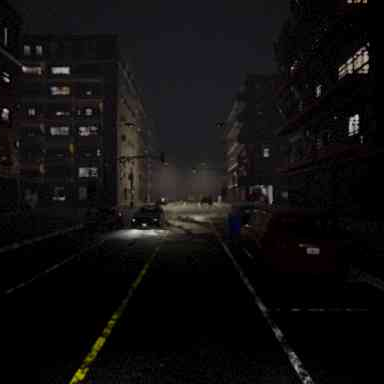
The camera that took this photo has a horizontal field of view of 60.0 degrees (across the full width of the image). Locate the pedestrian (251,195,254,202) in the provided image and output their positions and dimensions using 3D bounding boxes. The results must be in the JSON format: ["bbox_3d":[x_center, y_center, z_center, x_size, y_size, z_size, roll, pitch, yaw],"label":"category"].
[{"bbox_3d":[6.000,1.187,32.863,0.375,1.860,0.375,1,-1,0],"label":"pedestrian"}]

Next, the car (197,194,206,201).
[{"bbox_3d":[2.550,1.557,91.994,2.192,1.841,5.009,1,0,0],"label":"car"}]

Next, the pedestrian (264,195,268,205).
[{"bbox_3d":[7.000,1.156,31.664,0.375,1.860,0.375,1,-1,0],"label":"pedestrian"}]

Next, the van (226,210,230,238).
[{"bbox_3d":[2.547,1.362,14.923,1.690,1.788,3.998,1,0,0],"label":"van"}]

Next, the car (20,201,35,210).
[{"bbox_3d":[-24.460,1.763,46.315,4.829,1.417,1.752,0,-1,0],"label":"car"}]

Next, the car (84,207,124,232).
[{"bbox_3d":[-5.307,1.613,20.506,1.802,1.307,4.206,1,0,0],"label":"car"}]

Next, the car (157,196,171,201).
[{"bbox_3d":[-5.319,1.676,58.586,1.947,1.339,4.313,1,0,0],"label":"car"}]

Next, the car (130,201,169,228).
[{"bbox_3d":[-2.826,1.583,22.471,2.033,1.411,5.357,0,0,0],"label":"car"}]

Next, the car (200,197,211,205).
[{"bbox_3d":[2.560,1.649,64.364,1.752,1.417,4.829,1,0,0],"label":"car"}]

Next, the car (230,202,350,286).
[{"bbox_3d":[2.550,1.326,9.392,2.192,1.841,5.009,1,0,0],"label":"car"}]

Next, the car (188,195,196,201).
[{"bbox_3d":[-0.029,1.689,88.218,1.882,1.535,5.008,0,0,0],"label":"car"}]

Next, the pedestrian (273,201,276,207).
[{"bbox_3d":[8.000,1.457,32.257,0.500,1.100,0.500,1,-1,0],"label":"pedestrian"}]

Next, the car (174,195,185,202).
[{"bbox_3d":[-2.777,1.739,82.196,1.994,1.385,4.181,0,0,0],"label":"car"}]

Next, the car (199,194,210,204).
[{"bbox_3d":[2.560,1.453,69.760,2.192,1.841,5.009,1,0,0],"label":"car"}]

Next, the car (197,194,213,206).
[{"bbox_3d":[2.565,1.425,58.635,2.192,1.841,5.009,1,0,0],"label":"car"}]

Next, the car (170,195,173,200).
[{"bbox_3d":[-5.321,1.688,64.147,1.947,1.339,4.313,1,0,0],"label":"car"}]
